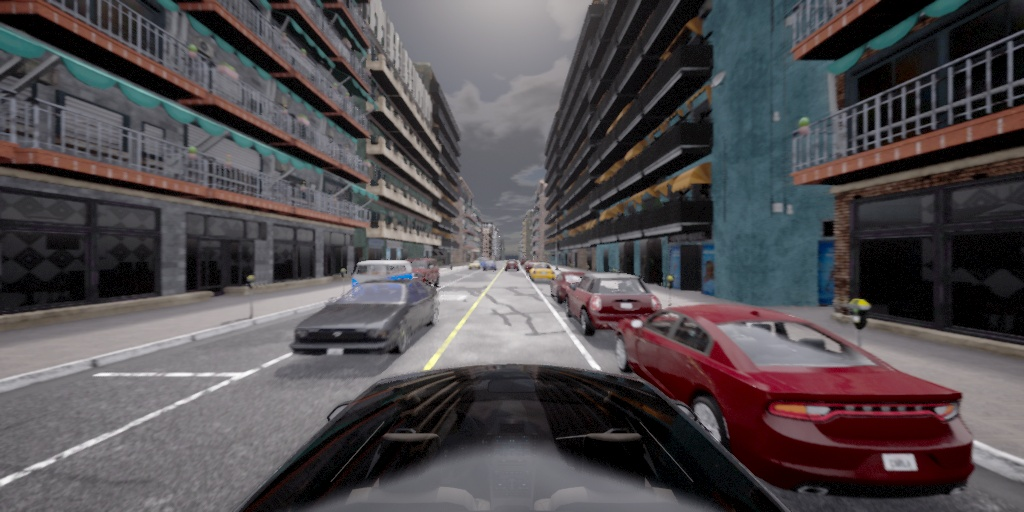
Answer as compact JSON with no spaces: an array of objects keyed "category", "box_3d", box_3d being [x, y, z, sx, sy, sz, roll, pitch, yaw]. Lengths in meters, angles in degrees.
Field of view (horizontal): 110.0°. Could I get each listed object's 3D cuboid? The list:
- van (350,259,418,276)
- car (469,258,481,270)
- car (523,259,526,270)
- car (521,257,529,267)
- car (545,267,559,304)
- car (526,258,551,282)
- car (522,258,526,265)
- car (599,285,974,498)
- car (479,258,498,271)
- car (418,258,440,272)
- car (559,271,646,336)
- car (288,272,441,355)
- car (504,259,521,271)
[{"category":"van","box_3d":[-5.687,1.091,16.064,1.690,1.789,3.998,0,0,0]},{"category":"car","box_3d":[-5.678,1.346,55.525,1.751,1.417,4.829,0,0,0]},{"category":"car","box_3d":[2.700,1.342,44.347,1.888,1.381,4.507,0,0,0]},{"category":"car","box_3d":[2.702,1.346,55.839,1.751,1.417,4.829,0,0,0]},{"category":"car","box_3d":[2.694,1.332,16.040,1.802,1.307,4.207,0,0,0]},{"category":"car","box_3d":[2.357,1.225,29.178,1.801,1.575,5.366,0,0,0]},{"category":"car","box_3d":[2.701,1.352,50.012,1.888,1.381,4.507,0,0,0]},{"category":"car","box_3d":[2.691,1.294,4.718,1.888,1.381,4.507,0,0,0]},{"category":"car","box_3d":[-3.064,1.333,49.667,1.812,1.442,4.674,0,0,0]},{"category":"car","box_3d":[-5.686,1.072,21.723,2.192,1.841,5.009,0,0,0]},{"category":"car","box_3d":[2.692,1.189,10.378,1.967,1.591,4.097,0,0,0]},{"category":"car","box_3d":[-3.099,1.297,8.949,2.033,1.411,5.357,0,0,0]},{"category":"car","box_3d":[0.027,1.332,49.211,1.812,1.442,4.674,0,0,1]}]
